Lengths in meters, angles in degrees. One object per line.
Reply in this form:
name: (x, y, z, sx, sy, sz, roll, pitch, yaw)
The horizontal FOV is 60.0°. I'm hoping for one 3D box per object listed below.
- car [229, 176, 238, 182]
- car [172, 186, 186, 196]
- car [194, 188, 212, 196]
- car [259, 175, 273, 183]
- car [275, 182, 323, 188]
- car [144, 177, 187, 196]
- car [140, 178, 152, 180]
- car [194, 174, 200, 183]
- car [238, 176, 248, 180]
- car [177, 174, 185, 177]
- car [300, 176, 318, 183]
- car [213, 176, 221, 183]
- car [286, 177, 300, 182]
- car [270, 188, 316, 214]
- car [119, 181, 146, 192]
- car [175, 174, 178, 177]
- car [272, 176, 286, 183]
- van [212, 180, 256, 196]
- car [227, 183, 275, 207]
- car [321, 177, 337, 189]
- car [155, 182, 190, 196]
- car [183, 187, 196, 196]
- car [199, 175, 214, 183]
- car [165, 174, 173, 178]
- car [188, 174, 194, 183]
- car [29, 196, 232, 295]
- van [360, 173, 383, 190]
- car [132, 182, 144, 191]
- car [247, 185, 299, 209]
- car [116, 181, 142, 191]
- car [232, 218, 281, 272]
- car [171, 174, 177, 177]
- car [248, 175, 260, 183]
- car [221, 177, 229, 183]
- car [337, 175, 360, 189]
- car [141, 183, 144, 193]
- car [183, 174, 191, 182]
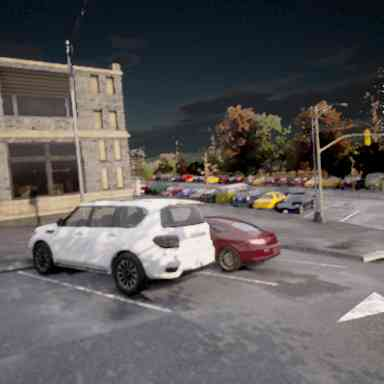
car: (9.952, -2.249, 64.194, 2.097, 1.535, 5.008, 1, 6, 44)
car: (0.145, 0.102, 43.628, 2.002, 1.452, 4.674, 0, 7, 42)
car: (3.020, 0.315, 38.317, 2.231, 1.521, 4.892, 0, 6, 41)
car: (13.993, -1.978, 56.275, 2.185, 1.767, 4.553, 1, 6, 43)
car: (10.567, 0.149, 34.619, 2.128, 1.511, 4.902, -6, 5, -29)
car: (-4.064, -0.580, 51.647, 2.435, 2.045, 5.566, 0, 7, 43)
car: (-10.734, -1.138, 65.174, 2.185, 1.767, 4.553, 1, 7, 44)
car: (3.463, -3.061, 77.479, 4.553, 1.767, 2.185, -7, 6, -45)
car: (11.316, -2.244, 61.569, 2.185, 1.767, 4.553, 2, 6, 43)
car: (-0.240, -3.621, 85.588, 5.566, 2.045, 2.435, -7, 6, -44)
car: (18.109, -1.463, 48.348, 1.946, 1.575, 5.366, 1, 6, 42)
car: (7.350, -2.494, 69.527, 2.163, 1.488, 4.792, 1, 6, 44)
car: (16.810, -1.561, 51.089, 2.002, 1.452, 4.674, 1, 6, 42)
car: (8.801, 0.846, 27.768, 2.163, 1.488, 4.792, 0, 7, 40)
car: (-12.026, -1.152, 67.906, 2.231, 1.521, 4.892, 1, 7, 45)
car: (-1.493, -3.481, 88.269, 4.792, 1.488, 2.163, -7, 6, -44)
car: (15.407, -1.688, 53.694, 2.002, 1.452, 4.674, 1, 6, 42)
van: (4.546, 0.199, 35.750, 1.878, 1.987, 4.442, 0, 6, 41)
car: (5.940, 0.436, 33.017, 2.185, 1.767, 4.553, 0, 6, 40)
car: (19.779, -1.374, 46.039, 1.946, 1.575, 5.366, 1, 6, 41)
car: (-2.667, -0.156, 48.965, 2.002, 1.452, 4.674, 1, 7, 42)
car: (1.586, 0.228, 40.972, 2.002, 1.452, 4.674, 0, 7, 41)
car: (4.750, -2.797, 74.827, 2.097, 1.535, 5.008, 1, 6, 45)
car: (-4.071, -3.788, 93.569, 5.366, 1.575, 1.946, -7, 6, -44)
car: (2.233, -3.079, 80.193, 4.892, 1.521, 2.231, -7, 6, -44)
car: (-2.047, 1.219, 8.891, 5.566, 2.045, 2.435, -1, 0, 35)
van: (22.482, -1.328, 40.640, 1.878, 1.987, 4.442, 1, 6, 41)
car: (-8.114, -0.733, 59.738, 2.097, 1.535, 5.008, 1, 7, 44)
car: (7.585, 0.652, 30.571, 1.946, 1.575, 5.366, 0, 6, 40)
car: (-13.324, -1.293, 70.628, 2.097, 1.535, 5.008, 0, 7, 45)
car: (0.454, 1.496, 10.612, 4.674, 1.452, 2.002, -1, 0, 35)
car: (-2.688, -3.631, 91.020, 4.792, 1.488, 2.163, -7, 6, -44)
car: (12.776, -2.005, 59.066, 1.946, 1.575, 5.366, 1, 6, 43)
car: (8.619, -2.352, 66.819, 2.163, 1.488, 4.792, 2, 6, 44)
car: (21.075, -1.355, 43.285, 2.185, 1.767, 4.553, 0, 6, 41)
car: (-5.436, -0.460, 54.333, 2.097, 1.535, 5.008, 0, 7, 43)
car: (0.865, -3.210, 82.754, 5.366, 1.575, 1.946, -7, 6, -44)
